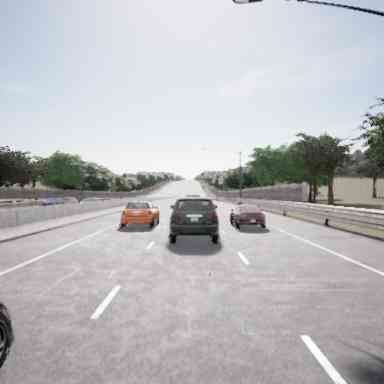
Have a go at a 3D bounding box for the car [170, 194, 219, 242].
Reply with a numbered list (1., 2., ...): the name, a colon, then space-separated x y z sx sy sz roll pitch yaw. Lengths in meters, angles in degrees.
1. car: 0.096 1.229 16.411 2.150 2.045 5.566 0 0 0

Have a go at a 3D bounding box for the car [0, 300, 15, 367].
1. car: -3.401 1.564 2.820 1.994 1.385 4.181 0 0 0

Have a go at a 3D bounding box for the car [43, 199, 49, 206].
1. car: -21.074 1.633 51.021 1.882 1.535 5.008 0 0 0

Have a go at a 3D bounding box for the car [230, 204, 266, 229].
1. car: 3.595 1.541 21.907 1.812 1.442 4.674 0 0 0

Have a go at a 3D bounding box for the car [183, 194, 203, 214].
1. car: 0.091 1.290 37.984 2.150 2.045 5.566 0 0 0

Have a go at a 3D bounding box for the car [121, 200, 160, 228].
1. car: -3.405 1.369 22.600 2.097 1.767 4.553 0 0 0

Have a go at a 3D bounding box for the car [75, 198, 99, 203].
1. car: -14.086 1.595 46.006 1.882 1.535 5.008 0 -1 0

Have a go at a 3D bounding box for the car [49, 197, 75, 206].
1. car: -17.582 1.472 46.551 2.097 1.767 4.553 0 0 0
